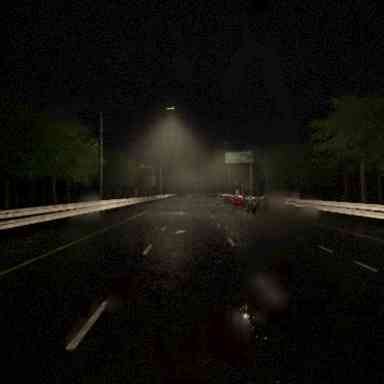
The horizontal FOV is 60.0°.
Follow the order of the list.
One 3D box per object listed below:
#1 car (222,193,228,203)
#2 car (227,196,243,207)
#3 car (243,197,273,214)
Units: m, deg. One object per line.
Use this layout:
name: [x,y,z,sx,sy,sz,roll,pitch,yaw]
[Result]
car: [7.273,1.507,69.488,1.812,1.442,4.674,0,0,0]
car: [7.158,1.566,52.257,1.994,1.385,4.181,0,0,0]
car: [7.074,1.356,35.205,2.097,1.767,4.553,0,0,0]
